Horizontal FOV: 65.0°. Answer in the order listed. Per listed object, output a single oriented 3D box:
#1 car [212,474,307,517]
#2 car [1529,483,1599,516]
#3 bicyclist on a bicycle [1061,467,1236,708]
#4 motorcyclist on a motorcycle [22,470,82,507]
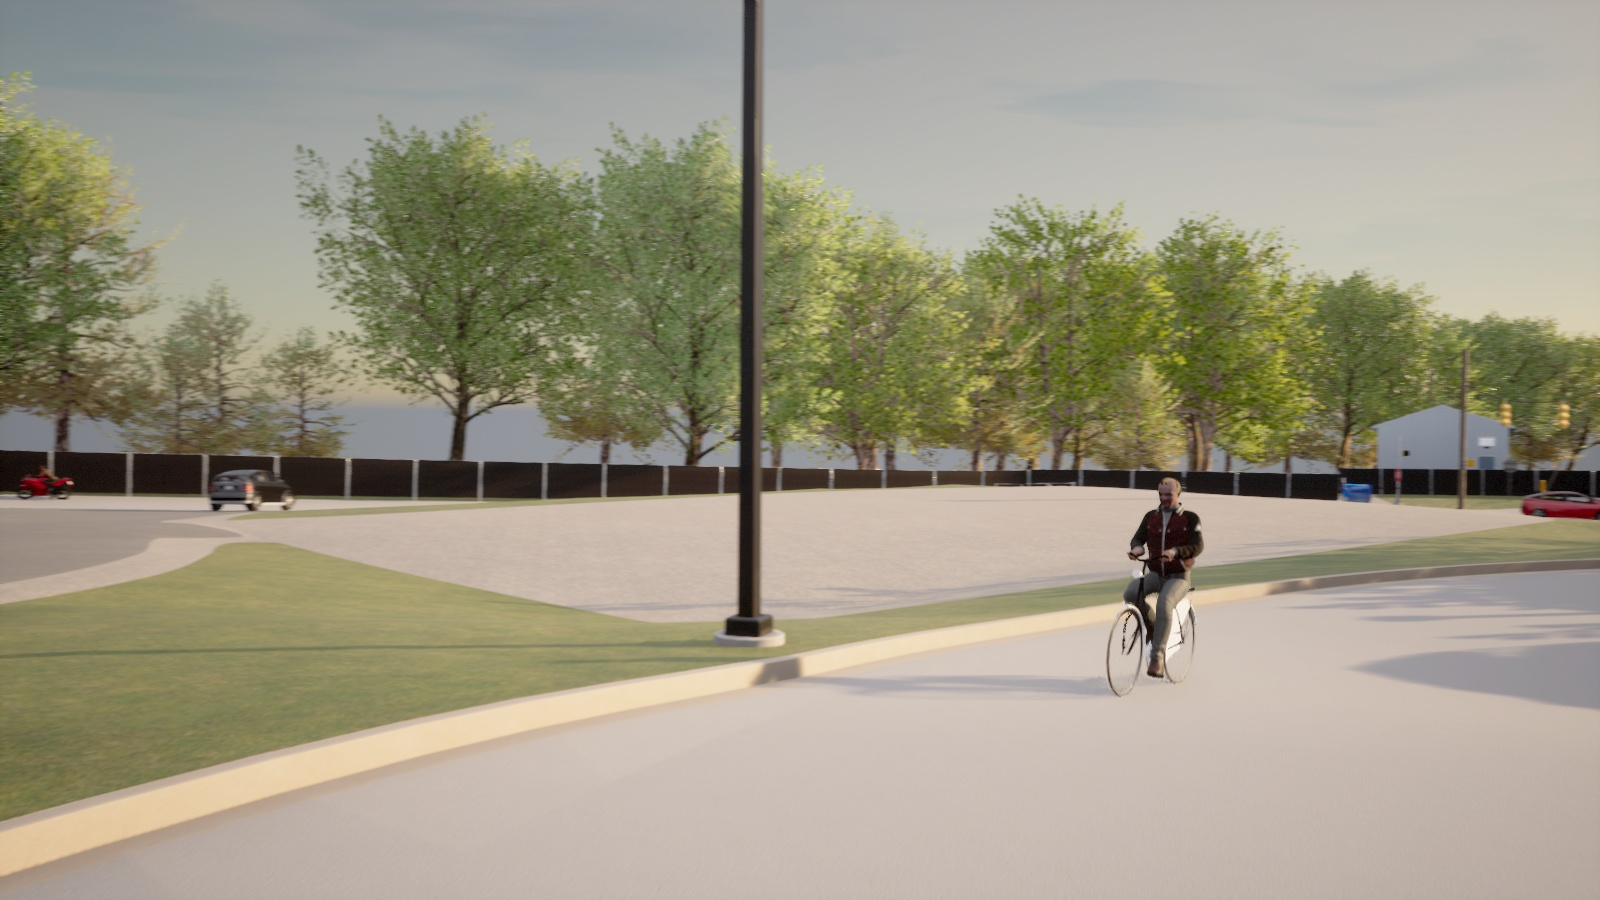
[{"bbox_3d":[-20.479,1.715,47.768,1.789,1.549,3.705,-1,-2,5],"label":"car"},{"bbox_3d":[40.223,2.567,64.781,4.514,1.525,2.007,0,2,30],"label":"car"},{"bbox_3d":[2.893,1.076,10.294,0.659,1.776,1.843,1,-2,38],"label":"bicyclist on a bicycle"},{"bbox_3d":[-31.938,1.641,53.661,2.044,1.523,0.797,1,1,-20],"label":"motorcyclist on a motorcycle"}]
